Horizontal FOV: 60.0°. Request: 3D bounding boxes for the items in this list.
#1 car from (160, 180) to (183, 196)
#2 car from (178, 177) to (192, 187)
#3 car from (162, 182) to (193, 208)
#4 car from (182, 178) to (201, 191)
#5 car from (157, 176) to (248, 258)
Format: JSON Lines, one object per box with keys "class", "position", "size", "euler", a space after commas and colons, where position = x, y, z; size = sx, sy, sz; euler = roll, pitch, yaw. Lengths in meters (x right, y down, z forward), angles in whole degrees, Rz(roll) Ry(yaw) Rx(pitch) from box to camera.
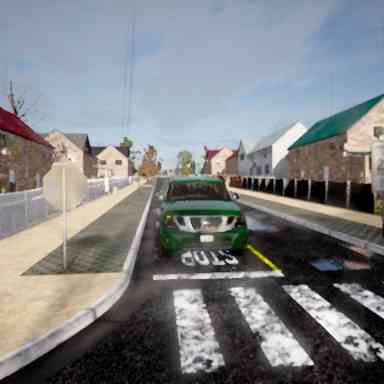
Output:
{"class": "car", "position": [-2.163, -0.469, 33.706], "size": [2.033, 1.411, 5.357], "euler": [-1, 3, -6]}
{"class": "car", "position": [-1.132, -1.568, 52.157], "size": [1.812, 1.442, 4.674], "euler": [-1, 3, -6]}
{"class": "car", "position": [-1.090, 0.121, 22.741], "size": [1.837, 1.490, 4.892], "euler": [-1, 3, -5]}
{"class": "car", "position": [-0.135, -0.996, 42.579], "size": [2.033, 1.411, 5.357], "euler": [-1, 3, -5]}
{"class": "car", "position": [0.111, 0.549, 10.345], "size": [2.150, 2.045, 5.566], "euler": [0, 4, -5]}
